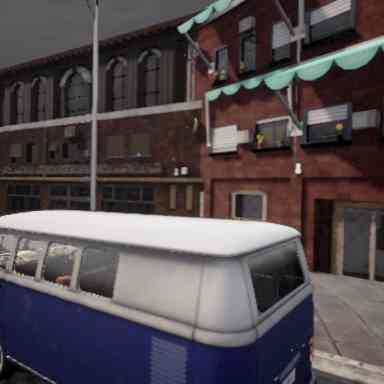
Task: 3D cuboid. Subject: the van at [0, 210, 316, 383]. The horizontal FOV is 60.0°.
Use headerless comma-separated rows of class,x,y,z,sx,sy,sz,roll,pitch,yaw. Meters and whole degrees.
van,-0.988,1.254,3.953,4.442,1.987,1.878,0,0,35
